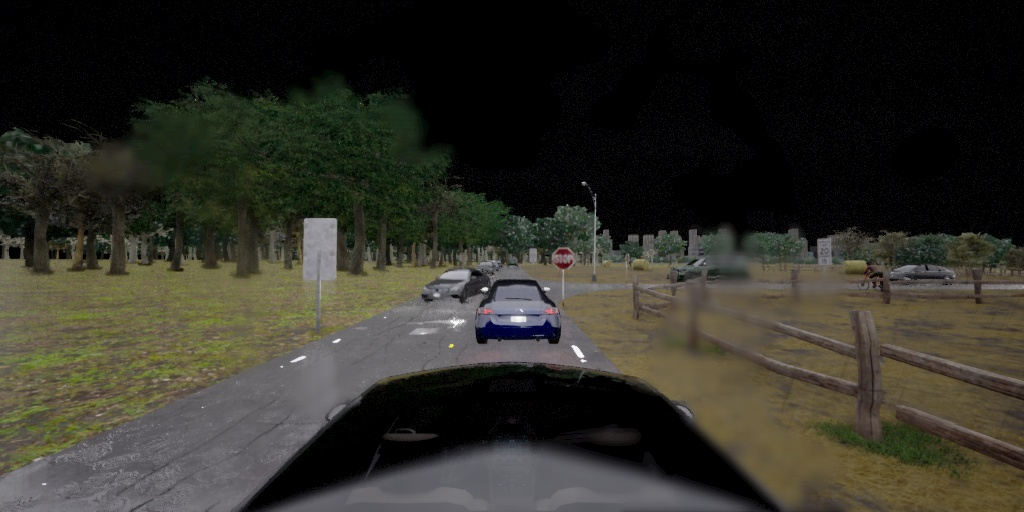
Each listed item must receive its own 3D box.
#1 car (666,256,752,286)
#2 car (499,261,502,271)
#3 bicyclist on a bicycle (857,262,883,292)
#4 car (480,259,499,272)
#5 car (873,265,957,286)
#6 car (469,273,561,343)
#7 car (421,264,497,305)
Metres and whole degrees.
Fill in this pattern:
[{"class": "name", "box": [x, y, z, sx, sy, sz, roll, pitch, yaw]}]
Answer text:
[{"class": "car", "box": [14.133, 1.062, 25.820, 5.566, 2.045, 2.150, 0, -2, -1]}, {"class": "car", "box": [-2.788, 1.252, 48.698, 2.097, 1.767, 4.553, 0, 0, 0]}, {"class": "bicyclist on a bicycle", "box": [19.932, 1.168, 19.864, 0.582, 1.620, 1.656, 0, 0, 0]}, {"class": "car", "box": [-2.799, 1.346, 39.424, 1.837, 1.490, 4.892, 0, 0, 0]}, {"class": "car", "box": [28.896, 1.372, 25.855, 4.892, 1.490, 1.837, 1, -2, 0]}, {"class": "car", "box": [0.114, 1.322, 9.663, 1.994, 1.385, 4.181, 0, 0, -1]}, {"class": "car", "box": [-2.390, 1.294, 16.473, 1.812, 1.442, 4.674, -1, 0, 15]}]
